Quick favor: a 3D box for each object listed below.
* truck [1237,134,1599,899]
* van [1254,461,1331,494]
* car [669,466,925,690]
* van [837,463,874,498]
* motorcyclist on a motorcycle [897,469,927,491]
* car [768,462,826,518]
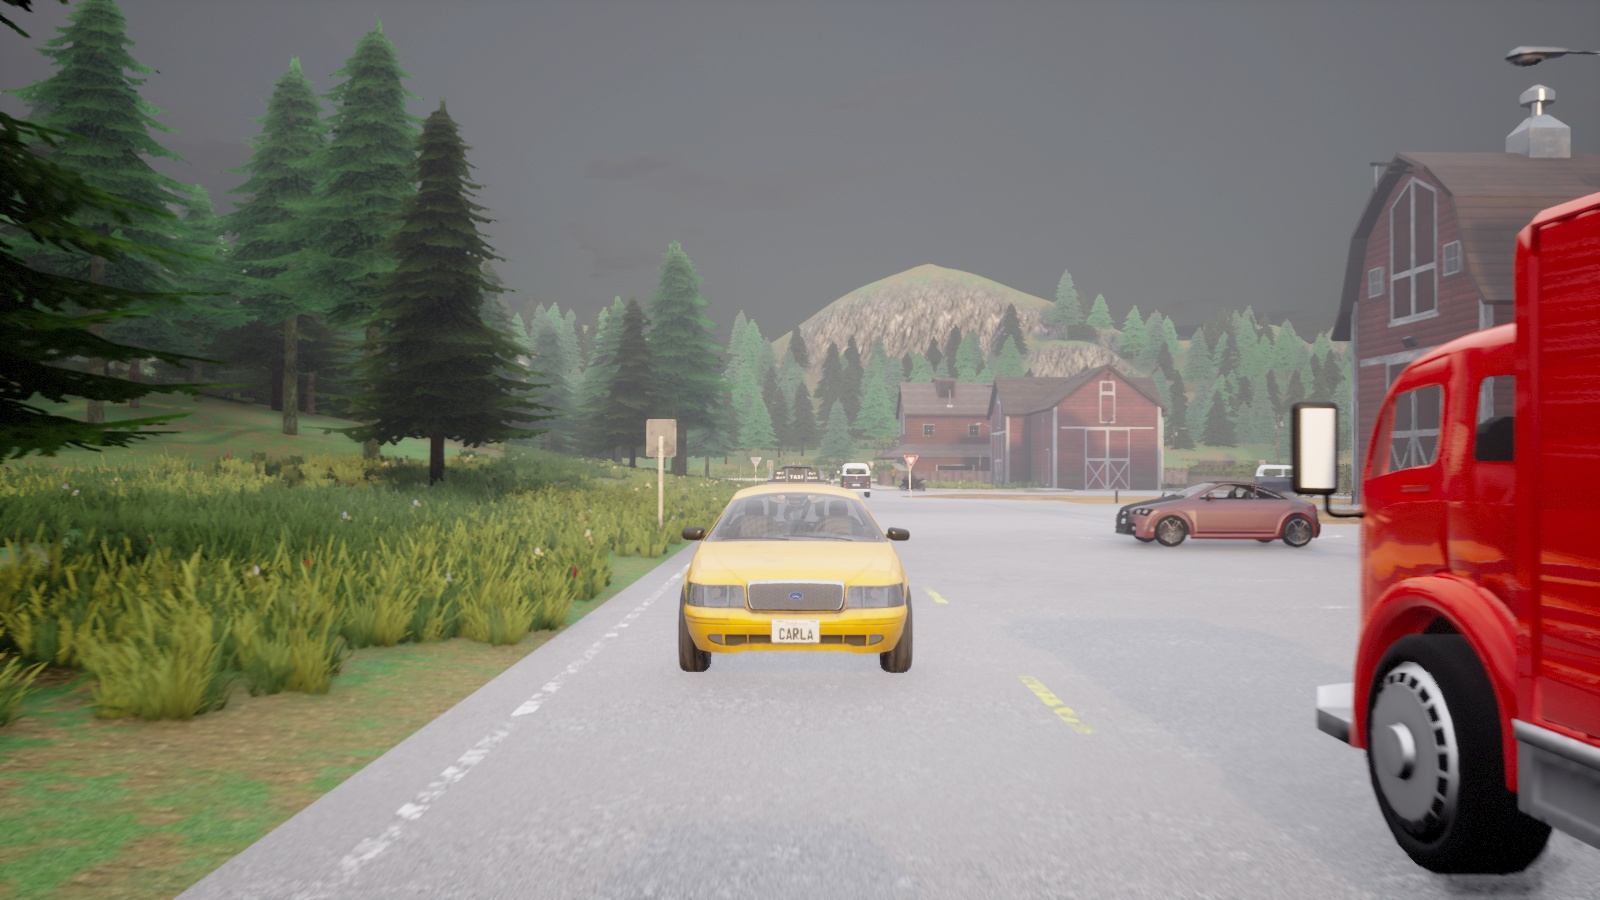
[{"bbox_3d":[3.489,0.374,3.595,2.627,2.467,5.204,0,-1,0],"label":"truck"},{"bbox_3d":[31.278,1.734,79.924,4.480,2.038,2.069,0,-1,18],"label":"van"},{"bbox_3d":[-0.028,0.947,11.564,1.801,1.575,5.366,0,-1,0],"label":"car"},{"bbox_3d":[3.315,1.793,75.734,2.069,2.038,4.480,0,-1,0],"label":"van"},{"bbox_3d":[8.106,2.190,90.805,2.044,1.523,0.797,-1,-2,27],"label":"motorcyclist on a motorcycle"},{"bbox_3d":[-0.107,1.370,44.127,1.932,1.855,4.605,0,-1,0],"label":"car"}]
